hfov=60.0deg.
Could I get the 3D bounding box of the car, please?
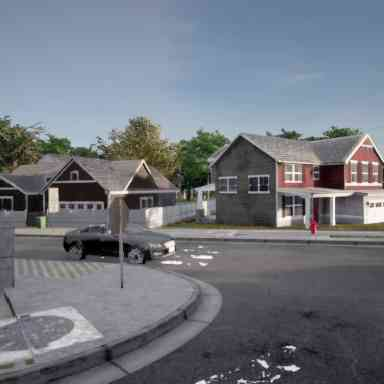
[{"bbox_3d":[-2.979,1.946,13.436,4.902,1.511,2.128,-2,0,25],"label":"car"}]
